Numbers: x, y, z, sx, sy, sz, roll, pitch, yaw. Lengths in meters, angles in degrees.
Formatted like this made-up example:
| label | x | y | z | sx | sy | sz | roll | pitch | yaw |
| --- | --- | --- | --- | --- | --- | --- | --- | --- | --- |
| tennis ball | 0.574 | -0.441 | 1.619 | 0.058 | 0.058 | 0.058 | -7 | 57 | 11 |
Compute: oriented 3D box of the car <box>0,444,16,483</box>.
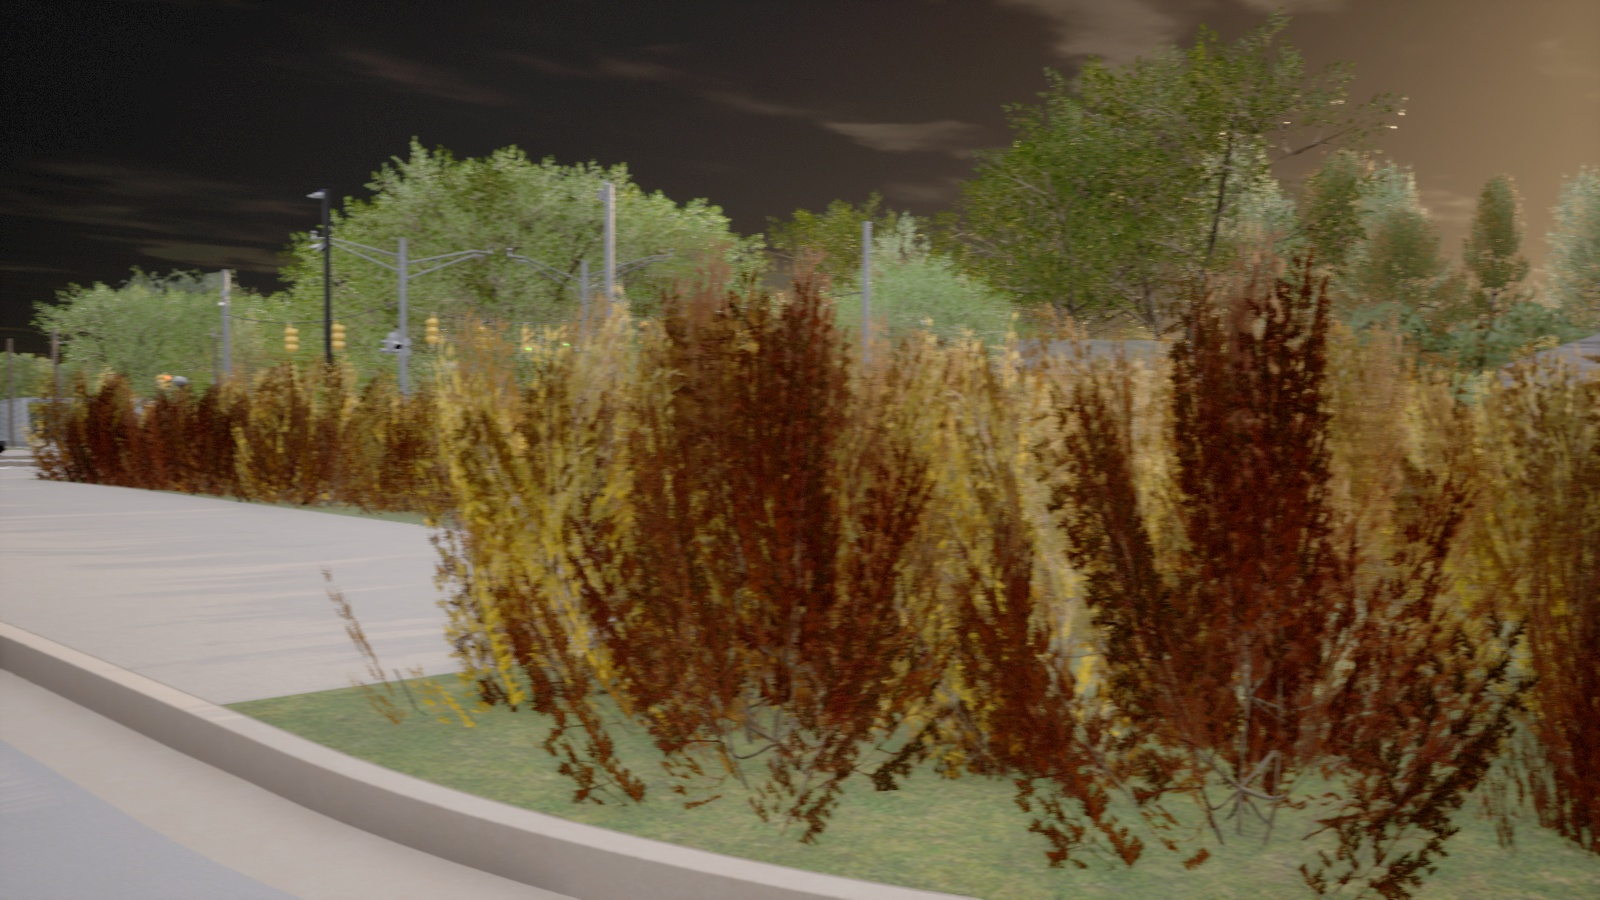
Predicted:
| label | x | y | z | sx | sy | sz | roll | pitch | yaw |
| --- | --- | --- | --- | --- | --- | --- | --- | --- | --- |
| car | -28.709 | 0.454 | 41.160 | 1.895 | 1.301 | 4.718 | 1 | 1 | 39 |
